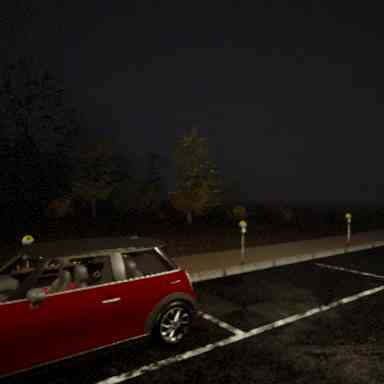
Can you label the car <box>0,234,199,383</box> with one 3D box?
[{"bbox_3d":[-1.970,1.441,4.680,4.097,1.590,1.967,0,1,-35],"label":"car"}]
